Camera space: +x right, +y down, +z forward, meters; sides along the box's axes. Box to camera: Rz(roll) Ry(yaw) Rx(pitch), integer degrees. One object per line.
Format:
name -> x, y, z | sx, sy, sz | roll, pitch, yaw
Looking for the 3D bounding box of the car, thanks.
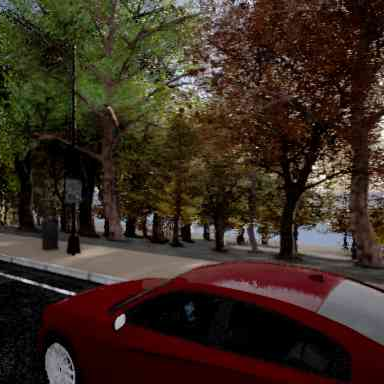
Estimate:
car -> 0.422, 1.489, 3.387 | 5.008, 1.535, 1.882 | -1, 0, 36
